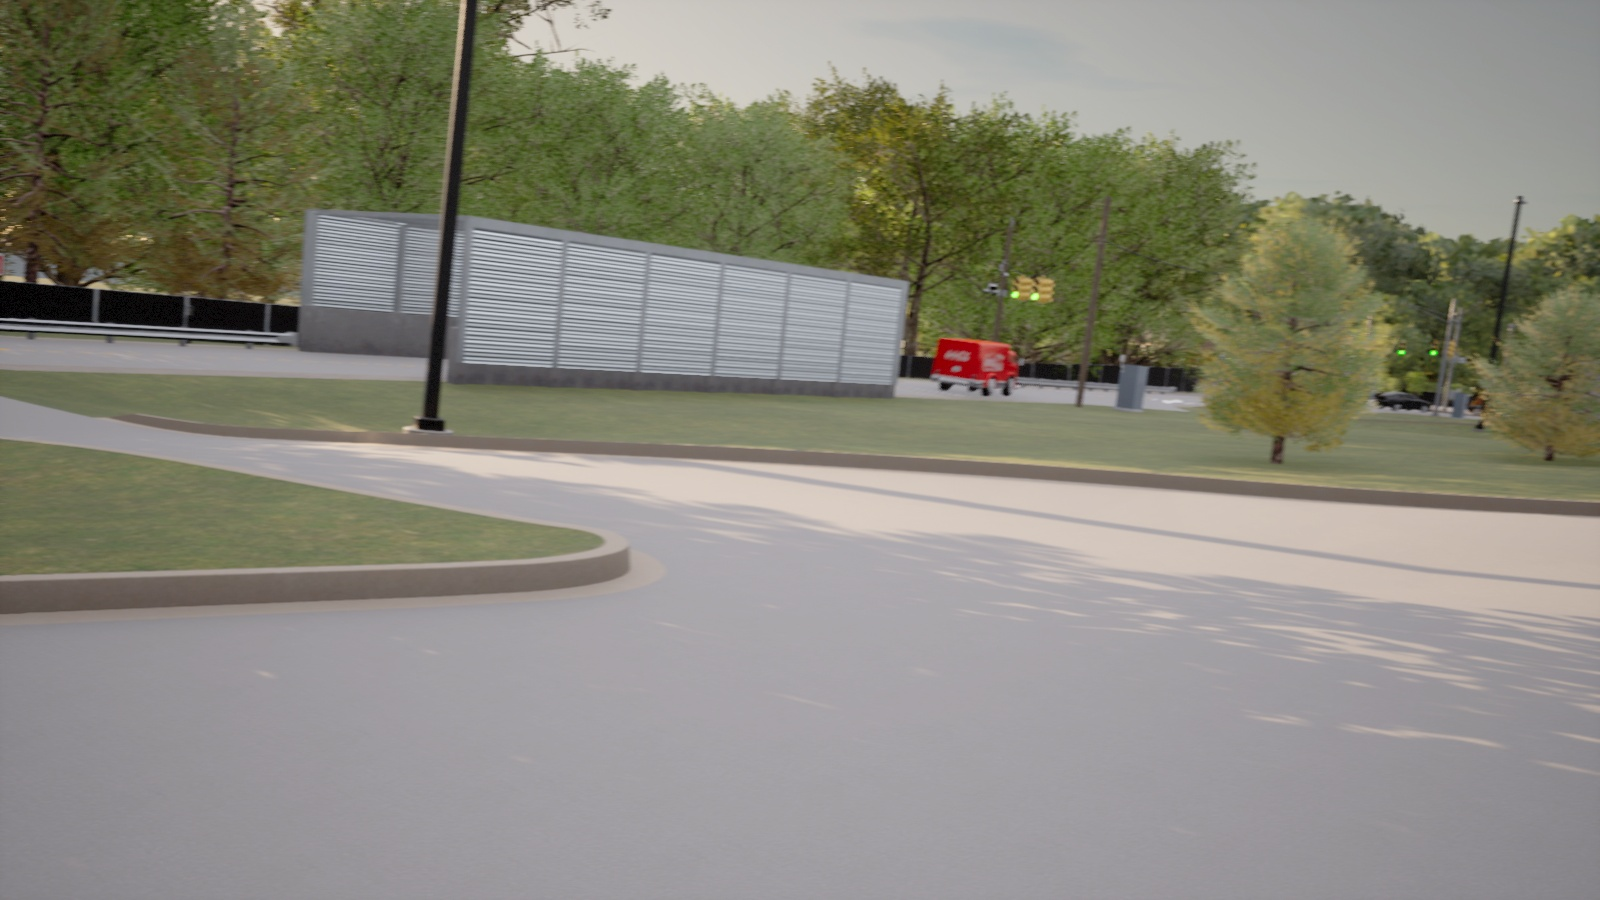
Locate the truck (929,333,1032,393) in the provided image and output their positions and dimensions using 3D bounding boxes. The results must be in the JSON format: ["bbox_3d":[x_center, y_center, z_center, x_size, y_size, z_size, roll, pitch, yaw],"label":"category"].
[{"bbox_3d":[8.500,-4.051,58.744,2.627,2.467,5.204,9,8,32],"label":"truck"}]
